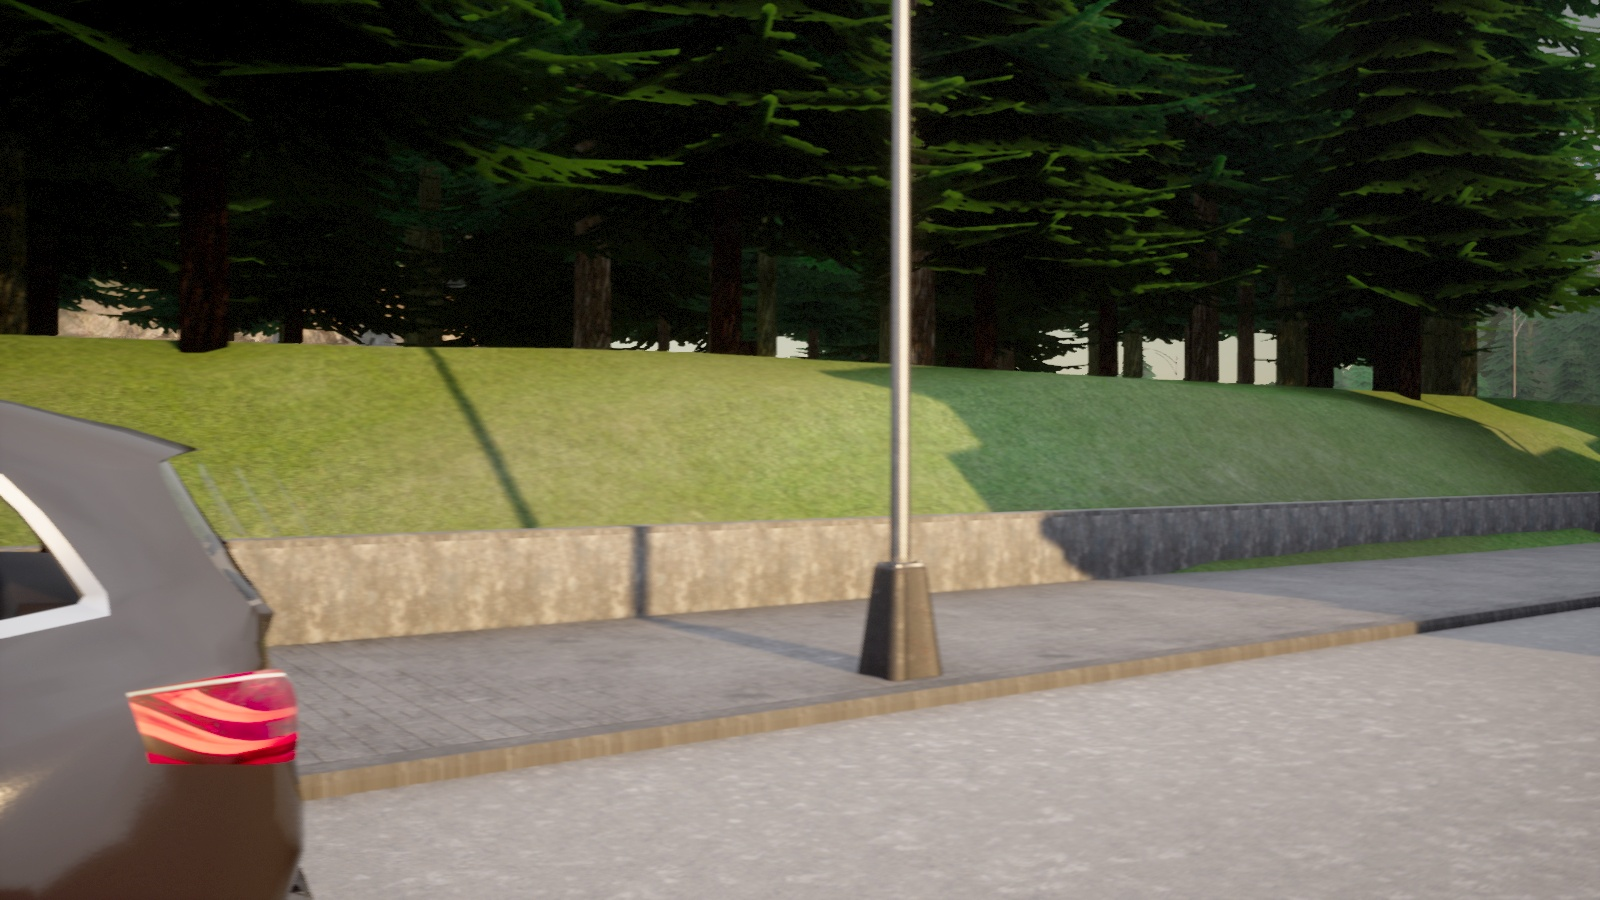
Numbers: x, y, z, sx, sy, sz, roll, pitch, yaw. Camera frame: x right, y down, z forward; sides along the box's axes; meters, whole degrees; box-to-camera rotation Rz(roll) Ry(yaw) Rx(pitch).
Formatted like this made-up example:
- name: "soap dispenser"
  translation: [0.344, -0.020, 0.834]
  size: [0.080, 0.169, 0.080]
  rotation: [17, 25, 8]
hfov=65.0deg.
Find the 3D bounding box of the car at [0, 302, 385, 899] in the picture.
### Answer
- name: "car"
  translation: [-3.313, 0.601, 1.964]
  size: [4.611, 1.667, 2.242]
  rotation: [0, 0, -35]
